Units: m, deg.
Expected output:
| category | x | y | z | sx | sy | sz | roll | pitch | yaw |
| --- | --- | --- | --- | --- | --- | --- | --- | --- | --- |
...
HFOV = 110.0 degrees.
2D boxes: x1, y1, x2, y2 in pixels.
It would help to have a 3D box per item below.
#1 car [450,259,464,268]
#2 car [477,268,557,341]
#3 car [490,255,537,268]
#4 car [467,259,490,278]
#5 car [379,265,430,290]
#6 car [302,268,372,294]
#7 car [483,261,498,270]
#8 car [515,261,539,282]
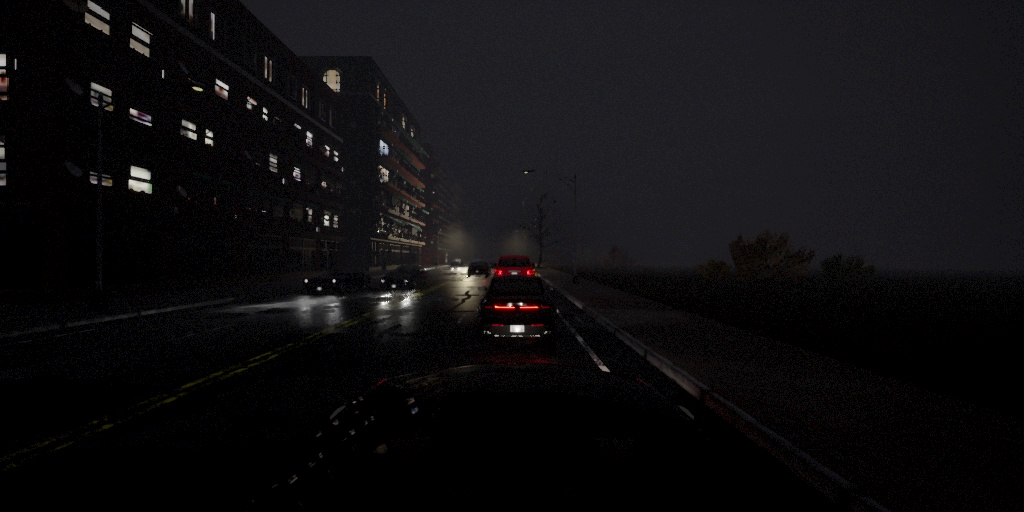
| category | x | y | z | sx | sy | sz | roll | pitch | yaw |
| --- | --- | --- | --- | --- | --- | --- | --- | --- | --- |
| car | -9.738 | 1.243 | 63.814 | 2.128 | 1.511 | 4.902 | 0 | 0 | 0 |
| car | 0.111 | 1.256 | 9.843 | 1.837 | 1.490 | 4.892 | 0 | 0 | 0 |
| car | 0.121 | 0.974 | 20.190 | 2.150 | 2.045 | 5.566 | 0 | 0 | 0 |
| car | -3.111 | 1.231 | 34.448 | 1.882 | 1.535 | 5.008 | 0 | 0 | 0 |
| car | -6.575 | 1.301 | 22.599 | 2.033 | 1.411 | 5.357 | 0 | 0 | 0 |
| car | -9.826 | 1.353 | 20.516 | 1.895 | 1.301 | 4.718 | 0 | 0 | 0 |
| car | -3.091 | 1.353 | 52.158 | 1.895 | 1.301 | 4.718 | 0 | 0 | 0 |
| car | 1.171 | 1.209 | 30.597 | 1.801 | 1.575 | 5.366 | 0 | 0 | 0 |
